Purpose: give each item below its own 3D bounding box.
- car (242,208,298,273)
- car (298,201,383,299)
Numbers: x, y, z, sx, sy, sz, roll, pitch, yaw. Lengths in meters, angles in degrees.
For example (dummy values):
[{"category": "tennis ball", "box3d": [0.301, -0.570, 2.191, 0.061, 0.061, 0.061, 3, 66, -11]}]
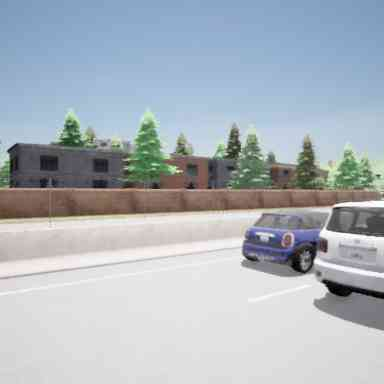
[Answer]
[{"category": "car", "box3d": [3.839, 1.365, 10.840, 4.553, 1.767, 2.097, 0, 0, -35]}, {"category": "car", "box3d": [5.035, 1.227, 7.408, 5.566, 2.045, 2.150, 1, -1, -36]}]
